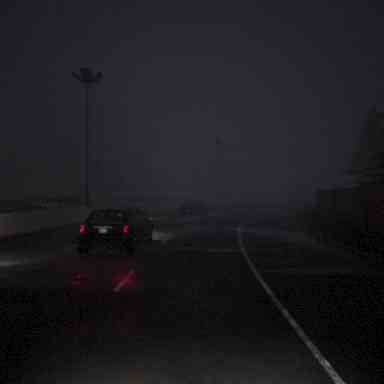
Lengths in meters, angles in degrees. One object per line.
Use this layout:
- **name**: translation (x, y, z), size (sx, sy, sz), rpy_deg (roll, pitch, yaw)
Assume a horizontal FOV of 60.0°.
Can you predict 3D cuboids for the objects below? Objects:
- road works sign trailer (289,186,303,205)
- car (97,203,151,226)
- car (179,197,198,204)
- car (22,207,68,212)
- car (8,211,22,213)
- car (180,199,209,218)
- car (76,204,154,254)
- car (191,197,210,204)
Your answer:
- **road works sign trailer**: translation (19.877, 0.606, 62.601), size (2.380, 3.560, 2.880), rpy_deg (0, 0, 42)
- **car**: translation (-4.961, 1.605, 25.134), size (2.033, 1.411, 5.357), rpy_deg (0, 0, 12)
- **car**: translation (-0.638, 1.708, 70.029), size (1.994, 1.385, 4.181), rpy_deg (0, 0, 35)
- **car**: translation (-11.537, 1.289, 28.695), size (2.150, 2.045, 5.566), rpy_deg (0, 0, 13)
- **car**: translation (-14.957, 1.615, 29.459), size (2.033, 1.411, 5.357), rpy_deg (0, 0, 12)
- **car**: translation (0.315, 1.550, 31.808), size (1.882, 1.535, 5.008), rpy_deg (0, 0, 16)
- **car**: translation (-2.964, 1.385, 13.810), size (2.097, 1.767, 4.553), rpy_deg (0, 0, 4)
- **car**: translation (1.711, 1.709, 67.301), size (1.994, 1.385, 4.181), rpy_deg (0, 0, 35)
